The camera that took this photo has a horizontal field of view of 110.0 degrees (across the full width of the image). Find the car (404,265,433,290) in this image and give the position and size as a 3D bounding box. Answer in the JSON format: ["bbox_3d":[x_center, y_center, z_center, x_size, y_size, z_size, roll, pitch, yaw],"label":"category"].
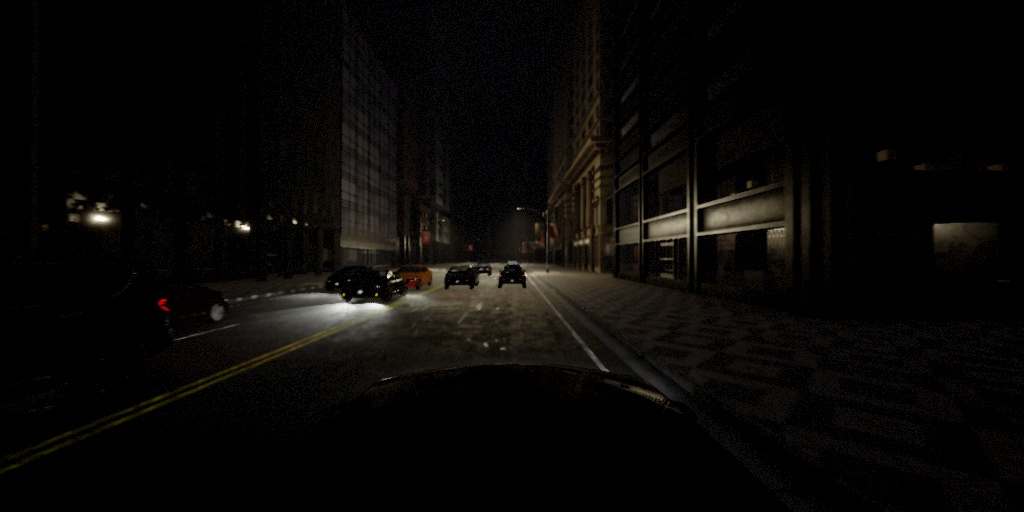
[{"bbox_3d":[-6.502,1.315,23.426,1.882,1.535,5.008,0,0,0],"label":"car"}]

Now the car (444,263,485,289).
[{"bbox_3d":[-3.234,1.322,23.743,2.128,1.511,4.902,0,0,0],"label":"car"}]

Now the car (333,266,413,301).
[{"bbox_3d":[-6.575,1.373,17.502,1.994,1.385,4.181,0,0,0],"label":"car"}]

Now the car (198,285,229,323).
[{"bbox_3d":[-9.844,1.343,9.484,1.994,1.385,4.181,0,0,0],"label":"car"}]

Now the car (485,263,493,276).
[{"bbox_3d":[-3.183,1.437,40.183,2.033,1.411,5.357,0,0,0],"label":"car"}]

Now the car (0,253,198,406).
[{"bbox_3d":[-6.600,0.978,3.500,2.150,2.045,5.566,0,0,-1],"label":"car"}]

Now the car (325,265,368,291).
[{"bbox_3d":[-9.763,1.332,22.426,1.837,1.490,4.892,0,0,0],"label":"car"}]

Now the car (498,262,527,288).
[{"bbox_3d":[0.024,1.360,24.818,1.812,1.442,4.674,0,0,1],"label":"car"}]
